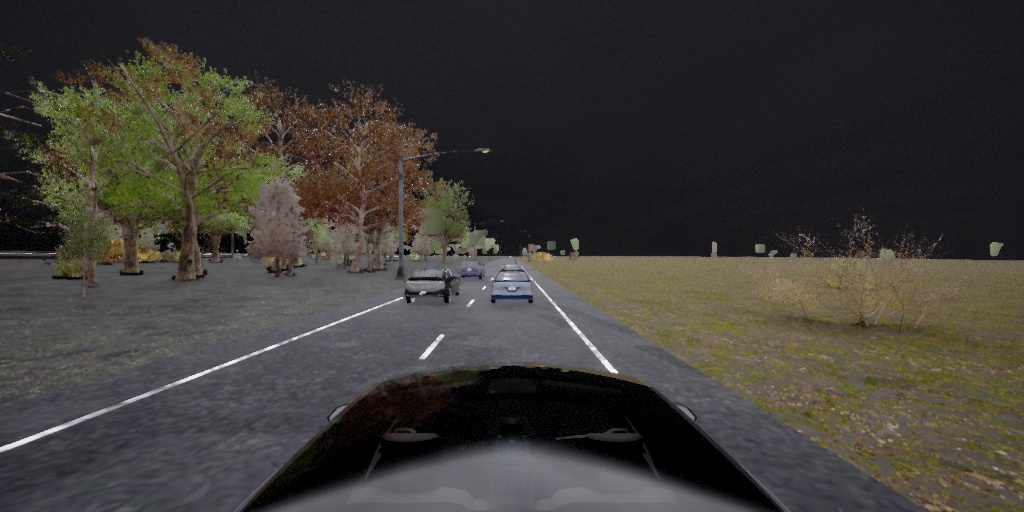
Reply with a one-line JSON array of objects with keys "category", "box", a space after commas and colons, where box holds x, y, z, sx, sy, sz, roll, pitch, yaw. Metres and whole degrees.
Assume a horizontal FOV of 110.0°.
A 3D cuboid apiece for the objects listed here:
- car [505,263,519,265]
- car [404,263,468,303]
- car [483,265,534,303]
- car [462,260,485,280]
[{"category": "car", "box": [0.000, 1.328, 31.501, 1.994, 1.385, 4.181, 0, 0, 0]}, {"category": "car", "box": [-3.500, 1.247, 16.501, 2.128, 1.511, 4.902, 0, 0, 0]}, {"category": "car", "box": [0.000, 1.315, 16.501, 2.033, 1.411, 5.357, 0, 0, 0]}, {"category": "car", "box": [-3.500, 1.121, 31.471, 2.097, 1.767, 4.553, 0, 0, 0]}]
